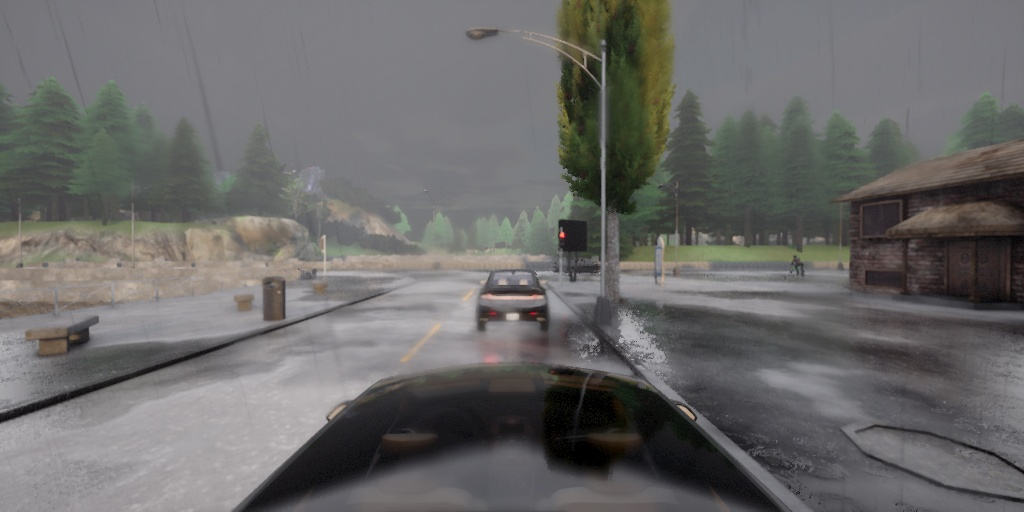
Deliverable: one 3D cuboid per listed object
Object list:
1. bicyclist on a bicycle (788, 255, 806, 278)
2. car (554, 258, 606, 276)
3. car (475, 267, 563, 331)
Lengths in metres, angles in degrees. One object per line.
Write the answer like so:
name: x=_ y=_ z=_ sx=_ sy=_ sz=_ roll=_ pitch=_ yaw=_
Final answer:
bicyclist on a bicycle: x=20.976 y=0.784 z=26.426 sx=0.582 sy=1.620 sz=1.656 roll=-1 pitch=1 yaw=0
car: x=5.987 y=0.891 z=30.678 sx=4.892 sy=1.490 sz=1.837 roll=0 pitch=-3 yaw=-13
car: x=0.038 y=1.131 z=10.502 sx=2.128 sy=1.511 sz=4.902 roll=0 pitch=1 yaw=1
